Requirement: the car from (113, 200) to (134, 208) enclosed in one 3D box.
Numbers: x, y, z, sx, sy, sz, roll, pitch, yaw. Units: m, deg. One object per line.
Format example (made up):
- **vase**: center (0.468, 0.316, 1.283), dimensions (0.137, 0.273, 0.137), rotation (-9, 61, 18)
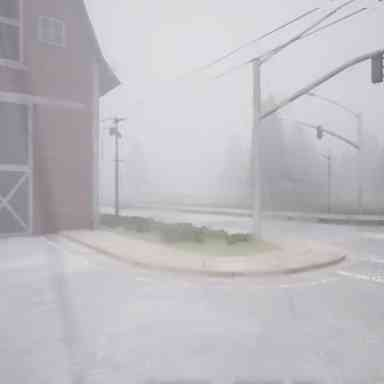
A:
- **car**: center (-10.233, 1.876, 49.576), dimensions (1.994, 1.385, 4.181), rotation (0, 0, -34)
